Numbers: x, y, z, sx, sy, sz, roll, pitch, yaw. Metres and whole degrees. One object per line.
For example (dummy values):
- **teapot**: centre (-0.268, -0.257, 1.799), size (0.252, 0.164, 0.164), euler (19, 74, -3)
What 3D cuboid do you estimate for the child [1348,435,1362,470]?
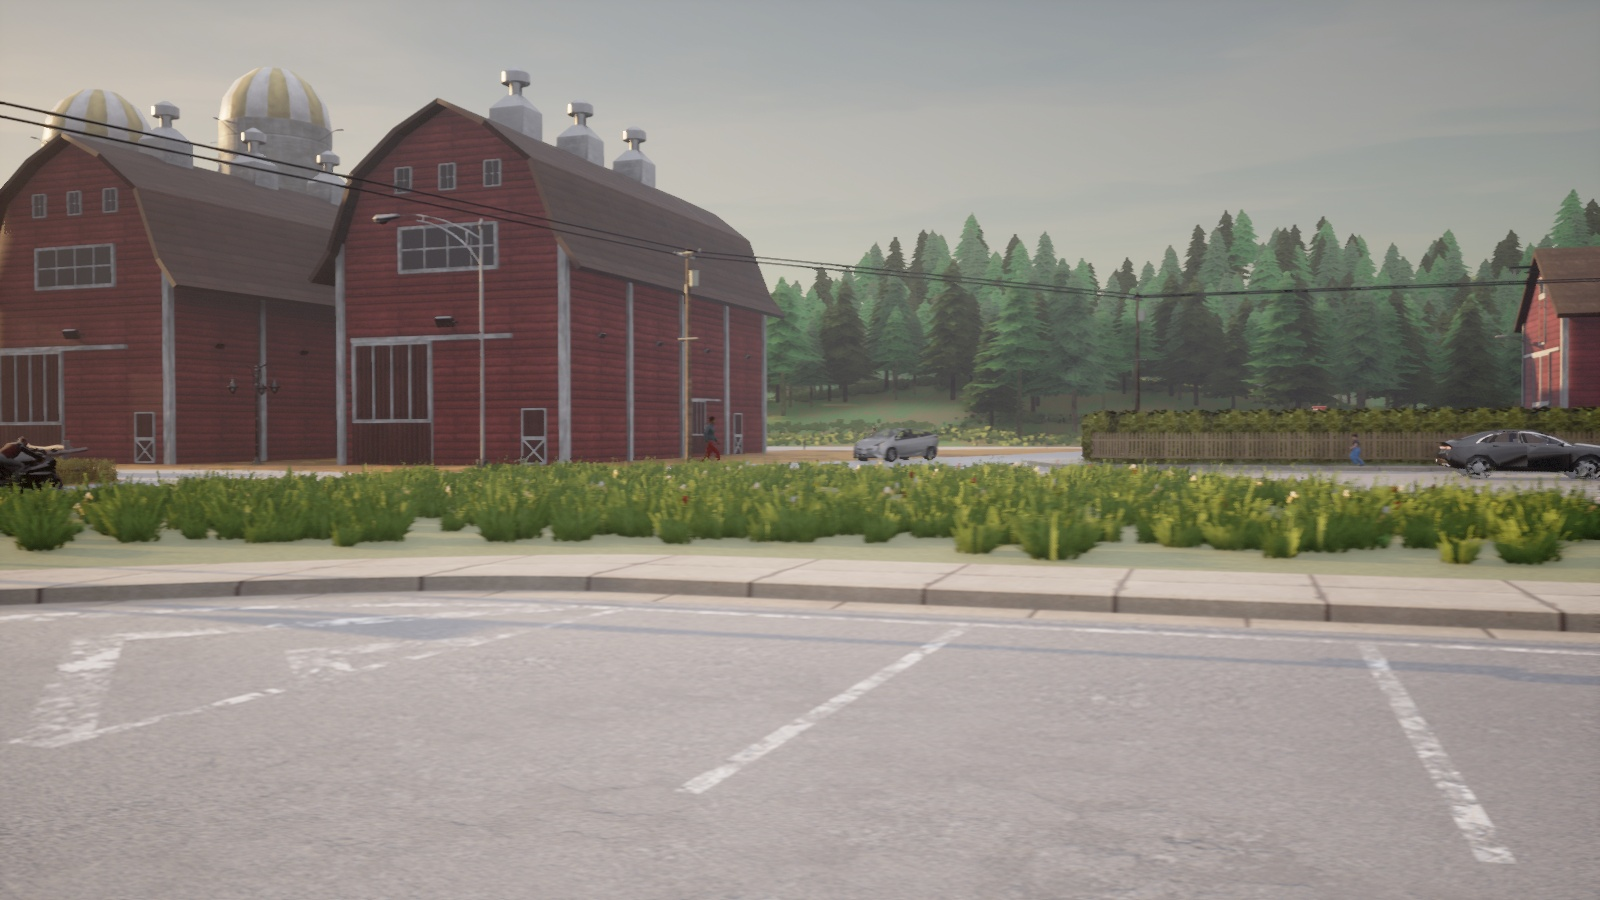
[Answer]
- **child**: centre (20.456, 0.097, 46.293), size (0.437, 1.263, 0.270), euler (1, 1, 19)

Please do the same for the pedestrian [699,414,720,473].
- **pedestrian**: centre (-2.866, -0.207, 39.761), size (0.614, 1.847, 0.353), euler (0, 1, 8)

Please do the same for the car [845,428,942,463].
- **car**: centre (4.330, -0.244, 57.787), size (4.514, 1.525, 2.007), euler (-1, 1, -45)

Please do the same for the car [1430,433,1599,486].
- **car**: centre (21.938, 0.257, 37.961), size (4.902, 1.511, 2.128), euler (1, 1, 19)

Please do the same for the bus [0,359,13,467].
- **bus**: centre (-37.108, -1.490, 49.968), size (10.273, 4.253, 3.944), euler (0, 1, 16)

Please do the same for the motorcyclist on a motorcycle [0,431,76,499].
- **motorcyclist on a motorcycle**: centre (-18.078, 0.327, 29.114), size (0.866, 1.530, 2.191), euler (1, 1, 19)
